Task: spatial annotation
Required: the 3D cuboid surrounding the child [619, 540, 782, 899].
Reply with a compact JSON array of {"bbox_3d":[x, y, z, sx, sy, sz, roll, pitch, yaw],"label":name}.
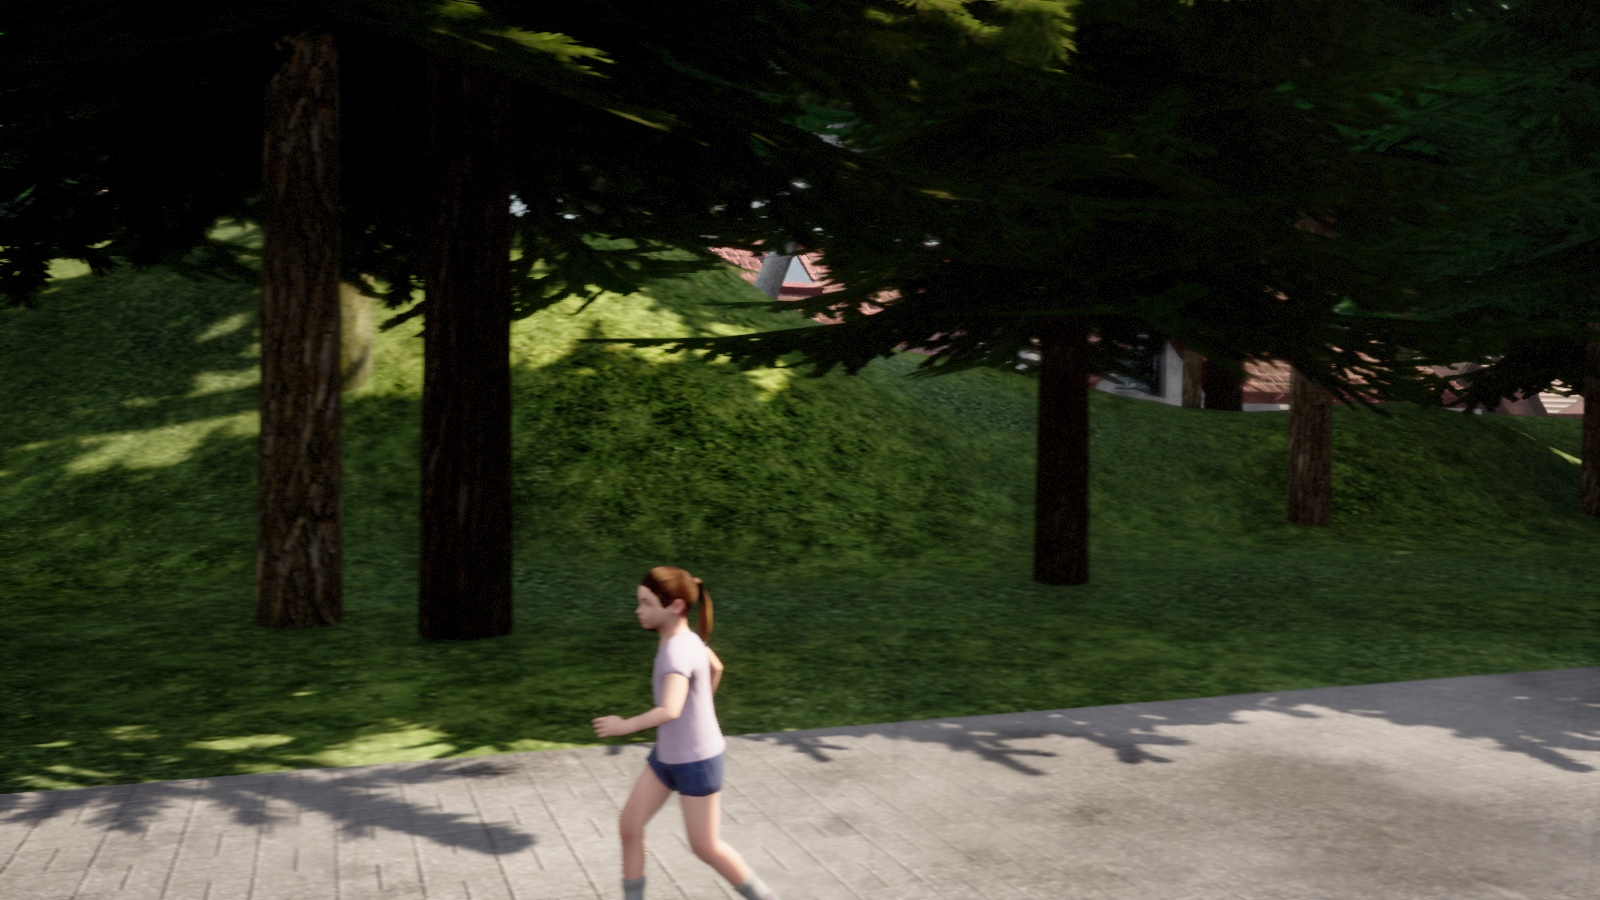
[{"bbox_3d":[-0.289,0.832,3.631,0.394,1.110,0.255,-1,1,-24],"label":"child"}]
